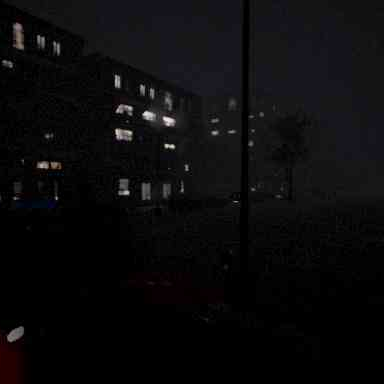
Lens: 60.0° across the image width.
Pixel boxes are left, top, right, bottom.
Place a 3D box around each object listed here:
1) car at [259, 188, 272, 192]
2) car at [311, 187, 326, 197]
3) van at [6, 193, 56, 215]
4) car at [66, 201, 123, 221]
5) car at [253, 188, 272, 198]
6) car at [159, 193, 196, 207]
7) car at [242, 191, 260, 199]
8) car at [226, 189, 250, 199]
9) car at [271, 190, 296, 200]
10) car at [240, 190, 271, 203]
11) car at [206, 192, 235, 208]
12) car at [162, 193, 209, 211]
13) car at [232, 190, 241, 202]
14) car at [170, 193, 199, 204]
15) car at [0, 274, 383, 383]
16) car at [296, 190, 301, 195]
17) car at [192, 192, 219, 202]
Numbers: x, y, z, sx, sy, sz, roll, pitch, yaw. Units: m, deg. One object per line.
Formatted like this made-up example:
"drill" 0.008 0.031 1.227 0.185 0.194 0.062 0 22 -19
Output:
"car" 12.976 0.593 57.186 2.128 1.511 4.902 1 1 35
"car" 28.860 -0.022 75.766 2.150 2.045 5.566 1 1 35
"van" -13.788 0.992 28.739 1.690 1.788 3.998 2 2 35
"car" -6.918 1.299 23.951 1.947 1.339 4.313 2 2 35
"car" 14.890 0.184 69.844 2.192 1.841 5.009 2 2 35
"car" -1.740 0.894 41.497 2.128 1.511 4.902 1 1 35
"car" 11.603 0.482 65.142 1.752 1.417 4.829 2 2 35
"car" 7.656 0.345 54.798 1.882 1.535 5.008 1 1 35
"car" 15.484 0.645 56.060 1.752 1.417 4.829 2 2 35
"car" 9.014 0.846 46.786 2.008 1.369 4.403 2 2 35
"car" 2.641 1.020 37.651 2.008 1.369 4.403 2 2 35
"car" -0.546 1.102 33.084 1.887 1.381 4.507 2 2 35
"car" 7.269 0.610 48.919 2.097 1.767 4.553 1 1 35
"car" -1.045 0.867 47.014 1.947 1.339 4.313 2 2 35
"car" -0.588 1.541 3.293 4.507 1.381 1.887 0 1 36
"car" 27.632 0.071 88.119 1.887 1.381 4.507 2 2 35
"car" 2.141 0.765 51.581 2.008 1.369 4.403 2 2 35
